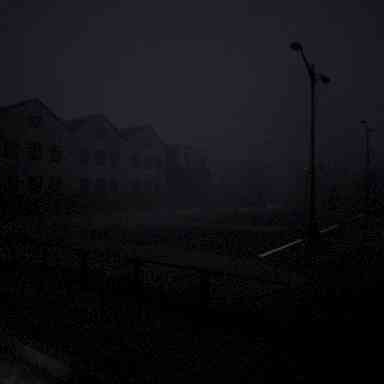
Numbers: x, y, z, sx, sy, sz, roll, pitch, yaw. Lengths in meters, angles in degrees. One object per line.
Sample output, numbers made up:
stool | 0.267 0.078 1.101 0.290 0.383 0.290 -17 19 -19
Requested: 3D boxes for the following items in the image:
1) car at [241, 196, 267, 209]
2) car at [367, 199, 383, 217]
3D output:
car | 7.981 1.313 42.806 1.837 1.490 4.892 0 0 35
car | 15.431 1.298 26.801 2.007 1.523 4.514 0 0 35
